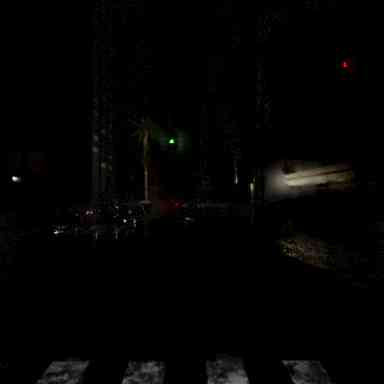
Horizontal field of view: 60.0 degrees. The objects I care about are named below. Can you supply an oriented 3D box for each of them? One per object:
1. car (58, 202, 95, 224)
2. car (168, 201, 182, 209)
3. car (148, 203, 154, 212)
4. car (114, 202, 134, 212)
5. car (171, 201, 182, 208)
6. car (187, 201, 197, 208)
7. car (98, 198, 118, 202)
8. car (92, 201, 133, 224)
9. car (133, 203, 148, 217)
[{"bbox_3d":[-9.876,1.829,28.679,1.882,1.535,5.008,0,-1,0],"label":"car"},{"bbox_3d":[-3.206,2.291,58.347,1.812,1.442,4.674,0,-1,0],"label":"car"},{"bbox_3d":[-6.636,2.212,47.777,1.895,1.301,4.718,0,-1,0],"label":"car"},{"bbox_3d":[-9.882,2.186,48.583,1.994,1.385,4.181,0,-1,0],"label":"car"},{"bbox_3d":[-3.211,2.478,68.639,1.994,1.385,4.181,0,-1,0],"label":"car"},{"bbox_3d":[0.039,2.480,68.667,1.994,1.385,4.181,0,-1,0],"label":"car"},{"bbox_3d":[-9.891,1.705,38.627,2.150,2.045,5.566,0,-1,-1],"label":"car"},{"bbox_3d":[-6.629,1.827,28.424,1.882,1.535,5.008,0,-1,0],"label":"car"},{"bbox_3d":[-6.637,1.966,37.891,2.128,1.511,4.902,0,-1,0],"label":"car"}]
